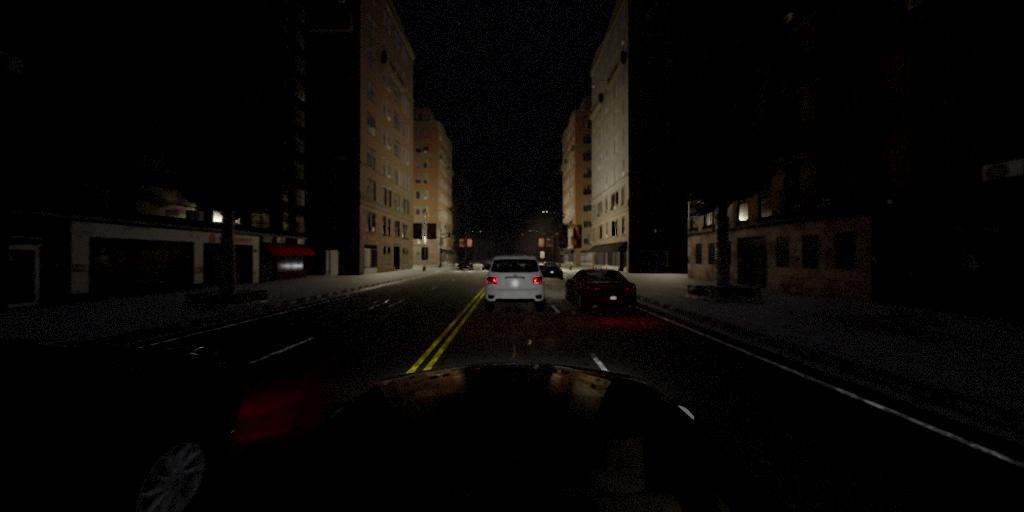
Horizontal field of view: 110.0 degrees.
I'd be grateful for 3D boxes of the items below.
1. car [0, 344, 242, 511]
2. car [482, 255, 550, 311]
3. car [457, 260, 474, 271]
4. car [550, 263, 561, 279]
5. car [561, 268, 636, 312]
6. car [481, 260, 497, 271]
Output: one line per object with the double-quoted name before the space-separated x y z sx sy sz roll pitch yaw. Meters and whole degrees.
"car" -3.350 1.255 1.213 1.837 1.490 4.892 0 0 0
"car" 0.104 0.977 14.651 2.150 2.045 5.566 0 0 0
"car" -6.500 1.273 50.419 1.837 1.490 4.892 0 -1 1
"car" 3.363 1.325 32.066 1.994 1.385 4.181 0 0 0
"car" 3.357 1.233 14.346 1.882 1.535 5.008 0 0 0
"car" -3.234 1.313 51.723 2.033 1.411 5.357 0 0 0
